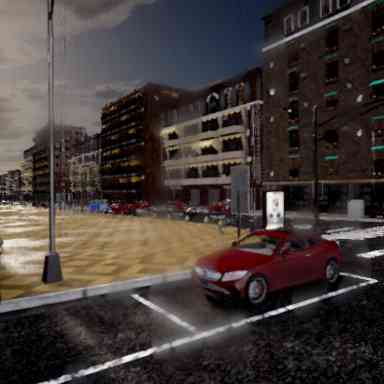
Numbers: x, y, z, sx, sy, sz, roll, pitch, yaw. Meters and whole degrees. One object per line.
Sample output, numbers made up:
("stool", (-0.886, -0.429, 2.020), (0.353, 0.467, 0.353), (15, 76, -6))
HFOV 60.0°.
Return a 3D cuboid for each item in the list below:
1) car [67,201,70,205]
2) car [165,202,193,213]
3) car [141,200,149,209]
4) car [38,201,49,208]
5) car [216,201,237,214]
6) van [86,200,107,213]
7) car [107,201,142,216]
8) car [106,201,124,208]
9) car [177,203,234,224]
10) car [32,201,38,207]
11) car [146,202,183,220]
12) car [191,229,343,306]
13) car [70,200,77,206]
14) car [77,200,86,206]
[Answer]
("car", (-31.307, 2.789, 86.922), (1.887, 1.381, 4.507), (-2, 0, -36))
("car", (-1.842, 2.085, 46.375), (1.802, 1.307, 4.206), (-2, 0, -36))
("car", (-8.439, 2.108, 55.351), (1.967, 1.590, 4.097), (-2, 0, -36))
("car", (-31.561, 2.699, 72.986), (2.008, 1.369, 4.403), (-2, 0, -36))
("car", (3.417, 1.812, 39.194), (1.967, 1.590, 4.097), (-2, 0, -36))
("van", (-13.268, 2.028, 47.673), (1.690, 1.788, 3.998), (-2, 0, -36))
("car", (-8.345, 2.108, 40.788), (1.887, 1.381, 4.507), (-2, 0, -36))
("car", (-14.973, 2.414, 64.369), (1.802, 1.307, 4.206), (-2, 0, -36))
("car", (1.002, 1.880, 27.805), (2.008, 1.369, 4.403), (-2, 0, -36))
("car", (-38.094, 2.858, 82.006), (1.887, 1.381, 4.507), (-2, 0, -36))
("car", (-2.265, 1.961, 32.315), (2.008, 1.369, 4.403), (-2, 0, -36))
("car", (1.950, 1.578, 7.959), (4.206, 1.307, 1.802), (0, 0, -35))
("car", (-28.040, 2.727, 82.411), (1.947, 1.339, 4.313), (-2, 0, -36))
("car", (-24.777, 2.519, 77.901), (1.967, 1.590, 4.097), (-2, 0, -36))
